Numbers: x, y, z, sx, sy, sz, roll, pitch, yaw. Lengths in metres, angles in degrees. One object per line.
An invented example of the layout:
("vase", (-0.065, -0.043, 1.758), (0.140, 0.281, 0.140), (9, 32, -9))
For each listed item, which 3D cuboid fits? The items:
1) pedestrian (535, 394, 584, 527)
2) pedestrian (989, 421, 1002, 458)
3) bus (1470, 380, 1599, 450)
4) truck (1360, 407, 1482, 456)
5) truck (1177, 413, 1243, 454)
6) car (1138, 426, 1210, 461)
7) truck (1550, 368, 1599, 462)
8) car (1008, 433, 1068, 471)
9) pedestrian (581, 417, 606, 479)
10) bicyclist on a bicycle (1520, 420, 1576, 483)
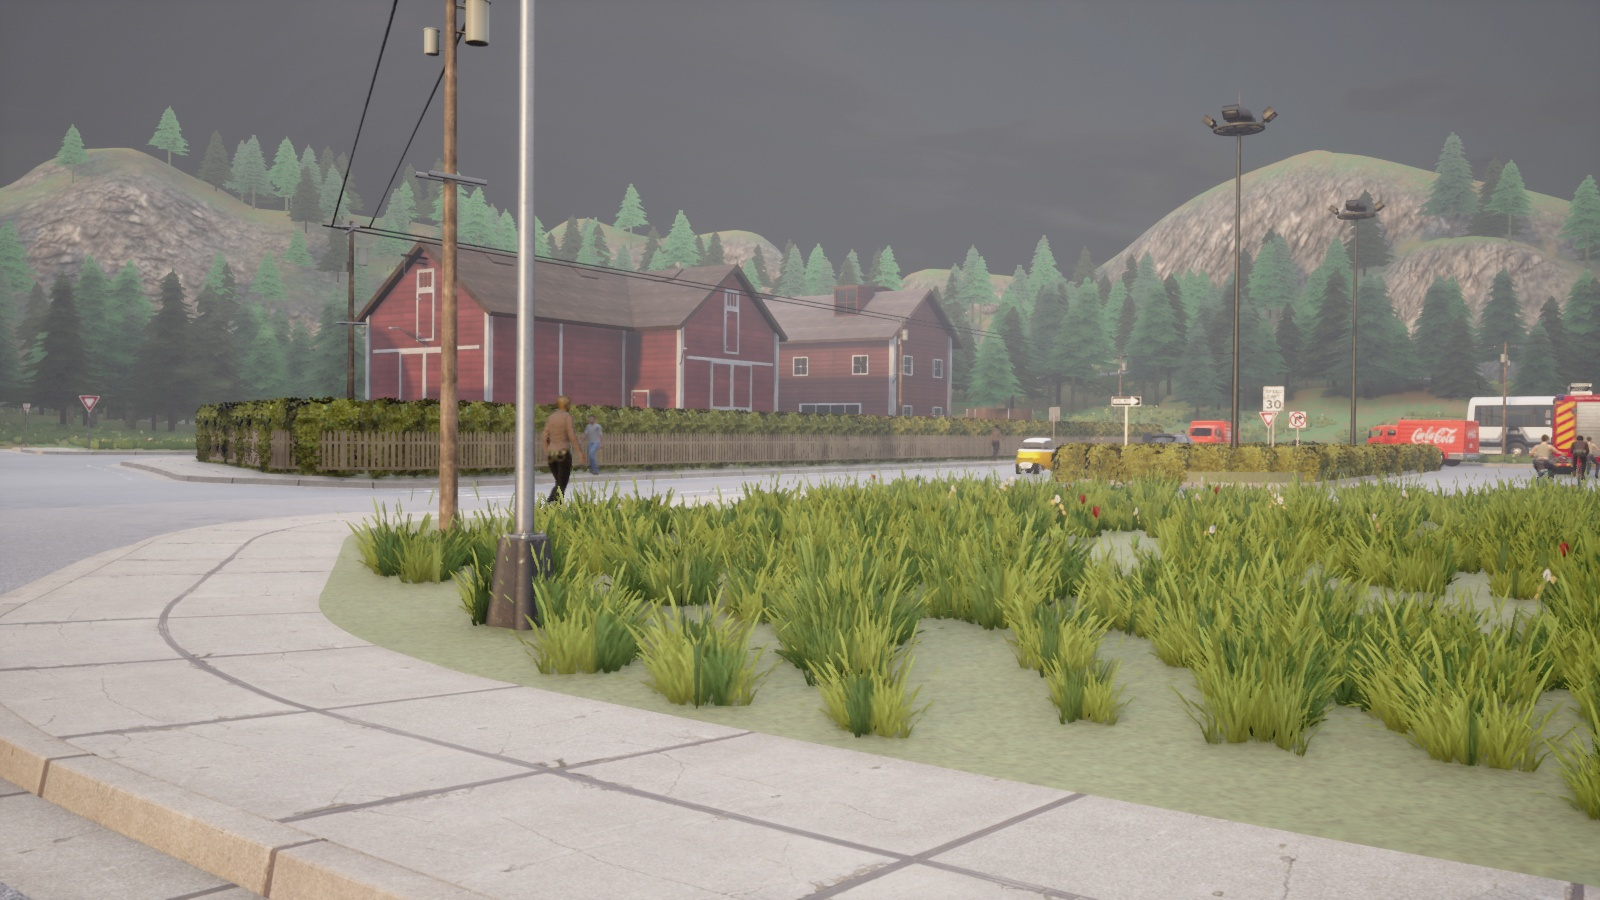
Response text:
("pedestrian", (-3.396, 0.142, 17.739), (0.331, 1.846, 0.634), (0, 1, 27))
("pedestrian", (9.611, -0.543, 61.720), (0.328, 1.805, 0.869), (0, 1, 31))
("bus", (48.733, -2.178, 79.992), (10.273, 4.253, 3.944), (0, 1, 34))
("truck", (33.079, -0.969, 66.972), (2.627, 2.467, 5.204), (-1, 1, -43))
("truck", (25.796, -1.069, 78.886), (2.627, 2.467, 5.204), (0, 1, 34))
("car", (18.344, -0.344, 61.433), (2.033, 1.649, 4.856), (0, 1, 34))
("truck", (34.606, -1.498, 55.069), (2.891, 3.827, 8.468), (0, 1, 30))
("car", (9.016, 0.056, 47.472), (1.481, 1.376, 2.207), (0, 1, 34))
("pedestrian", (-6.164, -0.069, 37.462), (0.354, 1.836, 0.706), (0, 1, 28))
("bicyclist on a bicycle", (19.778, 0.035, 33.211), (1.509, 1.612, 0.866), (-1, -1, -45))
